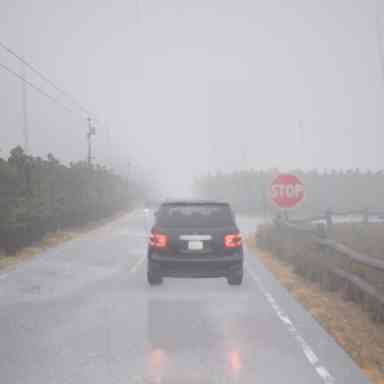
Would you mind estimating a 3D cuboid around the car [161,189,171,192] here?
[{"bbox_3d":[-5.582,0.154,70.298,2.150,2.045,5.566,0,1,3],"label":"car"}]

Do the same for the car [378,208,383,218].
[{"bbox_3d":[14.636,1.345,20.636,5.357,1.411,2.033,0,1,3],"label":"car"}]

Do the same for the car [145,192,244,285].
[{"bbox_3d":[0.076,1.129,9.326,2.150,2.045,5.566,0,1,0],"label":"car"}]

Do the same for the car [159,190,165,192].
[{"bbox_3d":[-5.624,0.941,54.923,1.882,1.535,5.008,0,0,-2],"label":"car"}]

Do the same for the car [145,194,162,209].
[{"bbox_3d":[-4.536,1.090,39.691,1.882,1.535,5.008,0,1,-5],"label":"car"}]
